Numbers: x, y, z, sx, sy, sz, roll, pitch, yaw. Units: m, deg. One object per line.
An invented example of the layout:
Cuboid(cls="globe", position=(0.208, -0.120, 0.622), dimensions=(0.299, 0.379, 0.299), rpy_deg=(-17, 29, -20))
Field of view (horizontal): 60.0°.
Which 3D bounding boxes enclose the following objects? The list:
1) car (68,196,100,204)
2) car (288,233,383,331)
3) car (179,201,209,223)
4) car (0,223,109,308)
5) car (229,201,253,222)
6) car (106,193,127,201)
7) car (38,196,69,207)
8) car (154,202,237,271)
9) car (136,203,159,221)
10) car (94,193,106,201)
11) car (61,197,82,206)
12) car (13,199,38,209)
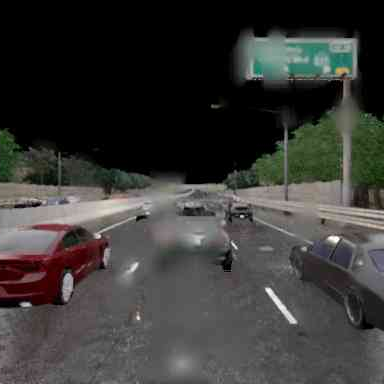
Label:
Cuboid(cls="car", position=(-13.877, 1.589, 42.946), dimensions=(1.994, 1.385, 4.181), rpy_deg=(0, 0, 1))
Cuboid(cls="car", position=(3.576, 1.558, 6.845), dimensions=(2.033, 1.411, 5.357), rpy_deg=(0, 0, 1))
Cuboid(cls="car", position=(0.170, 1.511, 26.602), dimensions=(2.128, 1.511, 4.902), rpy_deg=(0, 0, 1))
Cuboid(cls="car", position=(-3.417, 1.488, 8.082), dimensions=(1.882, 1.535, 5.008), rpy_deg=(0, 0, 0))
Cuboid(cls="car", position=(3.670, 1.525, 26.696), dimensions=(1.837, 1.490, 4.892), rpy_deg=(0, 0, 1))
Cuboid(cls="car", position=(-13.595, 1.256, 61.632), dimensions=(2.150, 2.045, 5.566), rpy_deg=(0, 0, 1))
Cuboid(cls="car", position=(-17.379, 1.375, 42.796), dimensions=(2.097, 1.767, 4.553), rpy_deg=(0, 0, 1))
Cuboid(cls="car", position=(0.104, 1.367, 11.153), dimensions=(2.097, 1.767, 4.553), rpy_deg=(0, 0, 0))
Cuboid(cls="car", position=(-3.324, 1.583, 27.291), dimensions=(1.994, 1.385, 4.181), rpy_deg=(0, 0, 0))
Cuboid(cls="car", position=(-17.095, 1.256, 61.683), dimensions=(2.150, 2.045, 5.566), rpy_deg=(0, 0, 1))
Cuboid(cls="car", position=(-20.682, 1.557, 57.334), dimensions=(1.812, 1.442, 4.674), rpy_deg=(0, 1, 1))
Cuboid(cls="car", position=(-20.878, 1.624, 42.816), dimensions=(1.895, 1.301, 4.718), rpy_deg=(0, 0, 1))
